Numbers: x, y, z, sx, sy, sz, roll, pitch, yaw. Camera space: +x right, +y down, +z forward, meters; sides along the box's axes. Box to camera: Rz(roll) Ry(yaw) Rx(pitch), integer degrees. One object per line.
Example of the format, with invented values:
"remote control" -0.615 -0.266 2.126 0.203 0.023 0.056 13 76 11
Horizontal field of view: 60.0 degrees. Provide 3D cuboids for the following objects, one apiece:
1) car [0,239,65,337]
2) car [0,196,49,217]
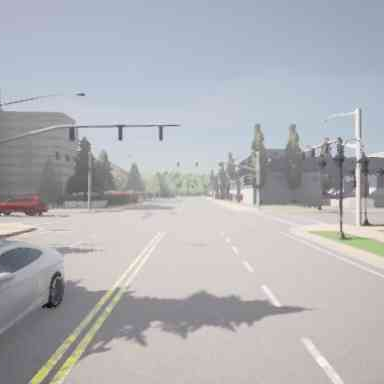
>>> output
"car" -3.579 1.563 5.323 1.812 1.442 4.674 0 0 0
"car" -17.727 1.460 34.205 5.566 2.045 2.150 0 0 -1
